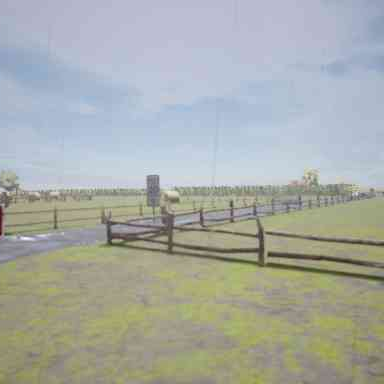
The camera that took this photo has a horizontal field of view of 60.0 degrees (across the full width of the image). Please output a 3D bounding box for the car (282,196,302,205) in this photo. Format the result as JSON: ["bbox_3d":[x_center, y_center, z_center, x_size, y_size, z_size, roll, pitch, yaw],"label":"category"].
[{"bbox_3d":[14.847,1.249,49.289,1.994,1.385,4.181,-2,0,35],"label":"car"}]

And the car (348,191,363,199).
[{"bbox_3d":[37.644,0.831,76.976,1.812,1.442,4.674,-2,0,35],"label":"car"}]
